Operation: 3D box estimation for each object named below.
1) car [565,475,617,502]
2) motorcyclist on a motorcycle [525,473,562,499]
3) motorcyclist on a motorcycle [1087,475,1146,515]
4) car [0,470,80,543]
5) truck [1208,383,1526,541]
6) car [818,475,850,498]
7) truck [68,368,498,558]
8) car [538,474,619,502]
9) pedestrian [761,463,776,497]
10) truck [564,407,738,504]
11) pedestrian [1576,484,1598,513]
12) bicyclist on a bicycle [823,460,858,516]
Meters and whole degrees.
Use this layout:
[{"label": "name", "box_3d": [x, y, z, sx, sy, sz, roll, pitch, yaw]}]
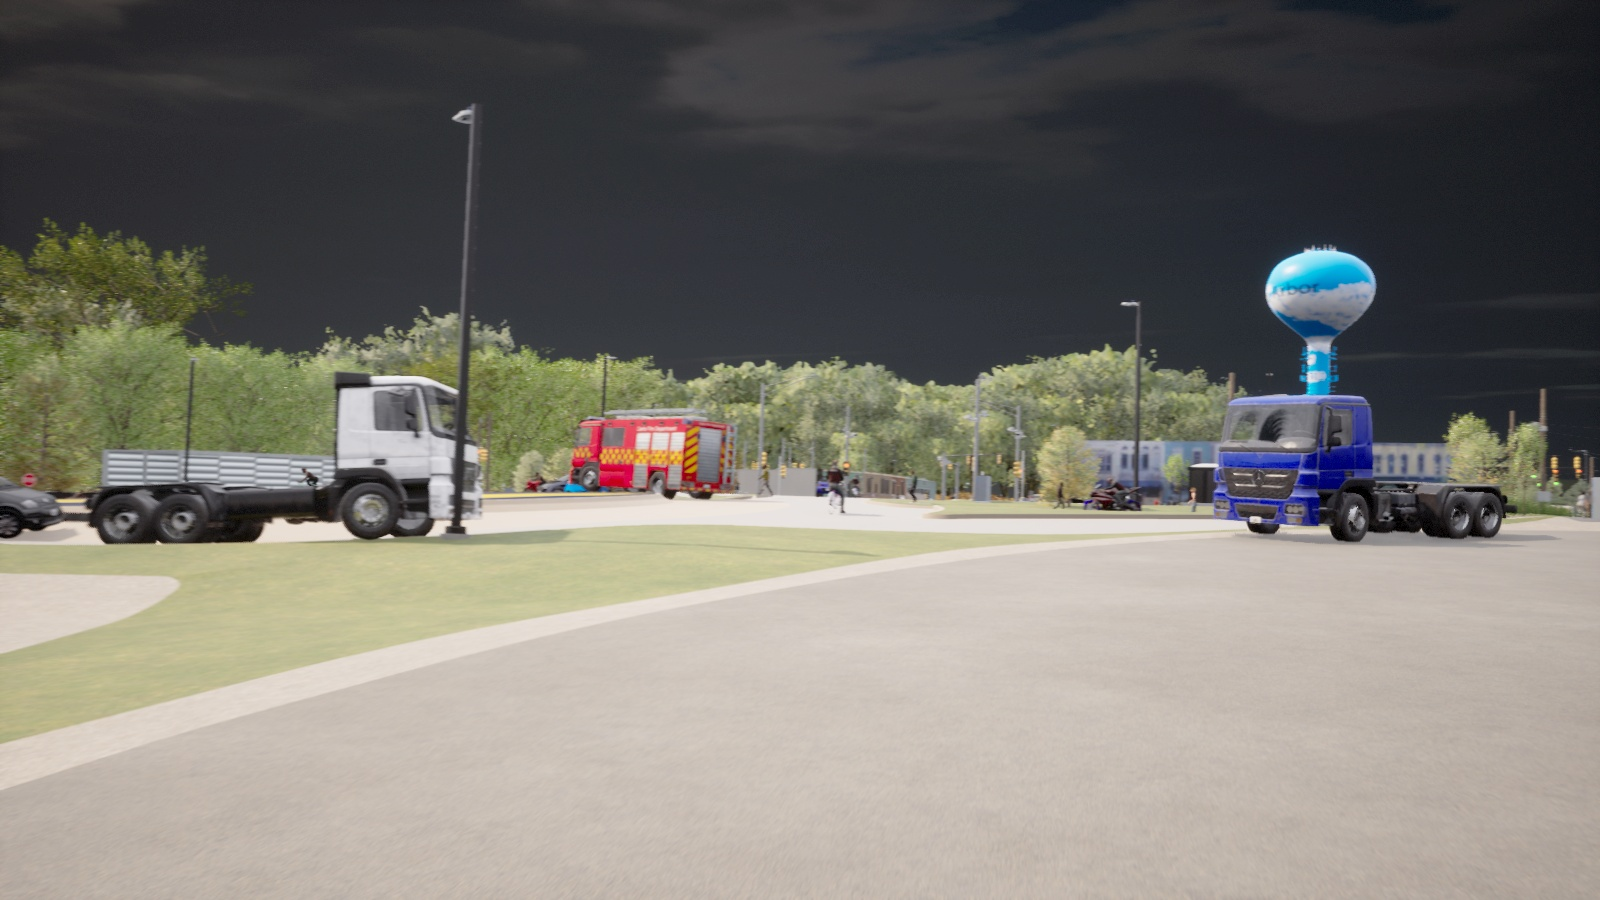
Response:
[{"label": "car", "box_3d": [-10.917, 2.025, 65.585, 2.207, 1.376, 1.481, -2, -4, 25]}, {"label": "motorcyclist on a motorcycle", "box_3d": [-15.528, 2.181, 76.117, 2.044, 1.523, 0.797, 0, -1, -31]}, {"label": "motorcyclist on a motorcycle", "box_3d": [12.338, 1.758, 48.992, 2.191, 1.530, 0.866, 0, -3, 14]}, {"label": "car", "box_3d": [-20.039, 1.345, 30.530, 3.988, 1.617, 1.851, 1, 2, -8]}, {"label": "truck", "box_3d": [13.995, 0.292, 30.818, 7.936, 3.462, 2.891, 1, 0, -29]}, {"label": "car", "box_3d": [2.357, 2.500, 86.116, 1.816, 1.474, 4.193, 1, -2, 7]}, {"label": "truck", "box_3d": [-10.842, 0.369, 26.844, 7.936, 3.462, 2.891, -3, -4, 1]}, {"label": "car", "box_3d": [-12.658, 2.171, 71.727, 4.193, 1.474, 1.816, 0, 0, -33]}, {"label": "pedestrian", "box_3d": [-1.768, 1.684, 70.064, 0.726, 1.835, 0.370, 1, -3, 5]}, {"label": "truck", "box_3d": [-6.770, 0.255, 55.915, 2.891, 3.827, 8.468, 7, -5, -44]}, {"label": "pedestrian", "box_3d": [50.469, 3.126, 80.515, 0.900, 1.855, 0.874, 3, -4, -28]}, {"label": "bicyclist on a bicycle", "box_3d": [1.326, 1.207, 40.985, 0.659, 1.776, 1.843, 1, 0, 17]}]
